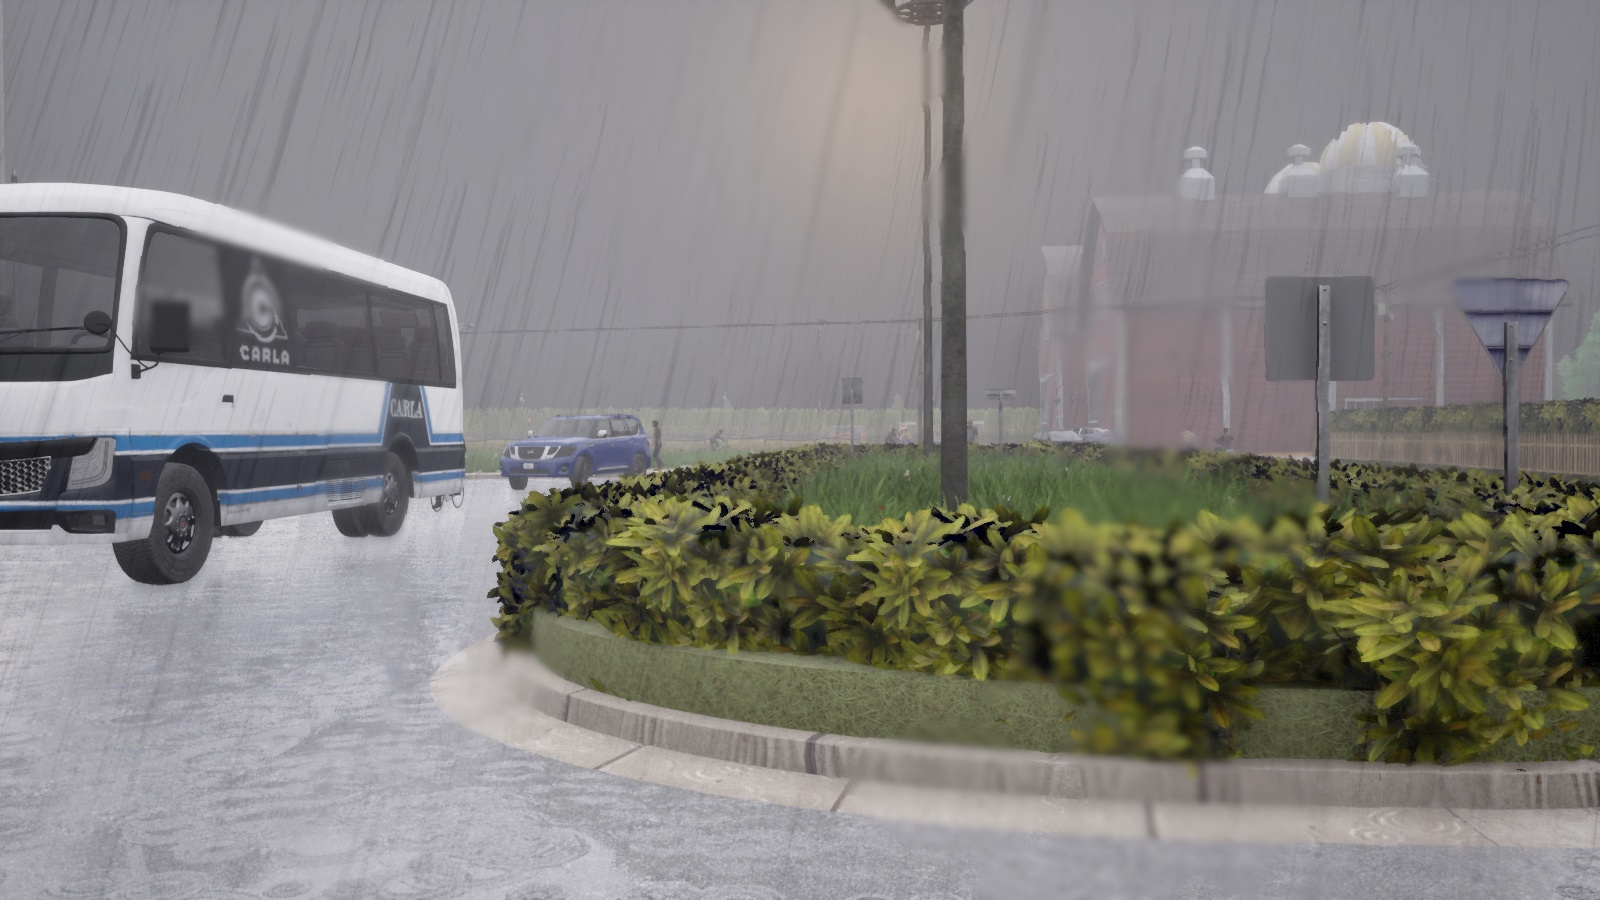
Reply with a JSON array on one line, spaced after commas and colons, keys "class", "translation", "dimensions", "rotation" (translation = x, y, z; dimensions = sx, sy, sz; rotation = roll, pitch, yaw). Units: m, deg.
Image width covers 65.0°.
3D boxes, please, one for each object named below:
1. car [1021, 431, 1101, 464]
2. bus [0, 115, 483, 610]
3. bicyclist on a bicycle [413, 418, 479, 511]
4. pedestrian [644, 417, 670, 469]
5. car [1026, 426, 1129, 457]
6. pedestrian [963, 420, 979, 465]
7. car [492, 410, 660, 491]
[{"class": "car", "translation": [12.594, -0.160, 60.881], "dimensions": [2.163, 1.488, 4.792], "rotation": [-1, 2, -10]}, {"class": "bus", "translation": [-7.655, -0.836, 16.062], "dimensions": [3.944, 4.253, 10.273], "rotation": [0, 1, 4]}, {"class": "bicyclist on a bicycle", "translation": [-6.991, 0.272, 24.884], "dimensions": [0.659, 1.776, 1.843], "rotation": [0, 1, 5]}, {"class": "pedestrian", "translation": [-5.039, -0.244, 44.143], "dimensions": [0.869, 1.805, 0.328], "rotation": [0, 1, -12]}, {"class": "car", "translation": [15.111, -0.494, 68.445], "dimensions": [5.027, 1.651, 2.152], "rotation": [1, 1, 38]}, {"class": "pedestrian", "translation": [6.955, -0.310, 51.062], "dimensions": [0.540, 1.848, 0.694], "rotation": [0, 1, 12]}, {"class": "car", "translation": [-6.077, -0.036, 34.912], "dimensions": [2.150, 2.045, 5.566], "rotation": [1, 1, 19]}]
